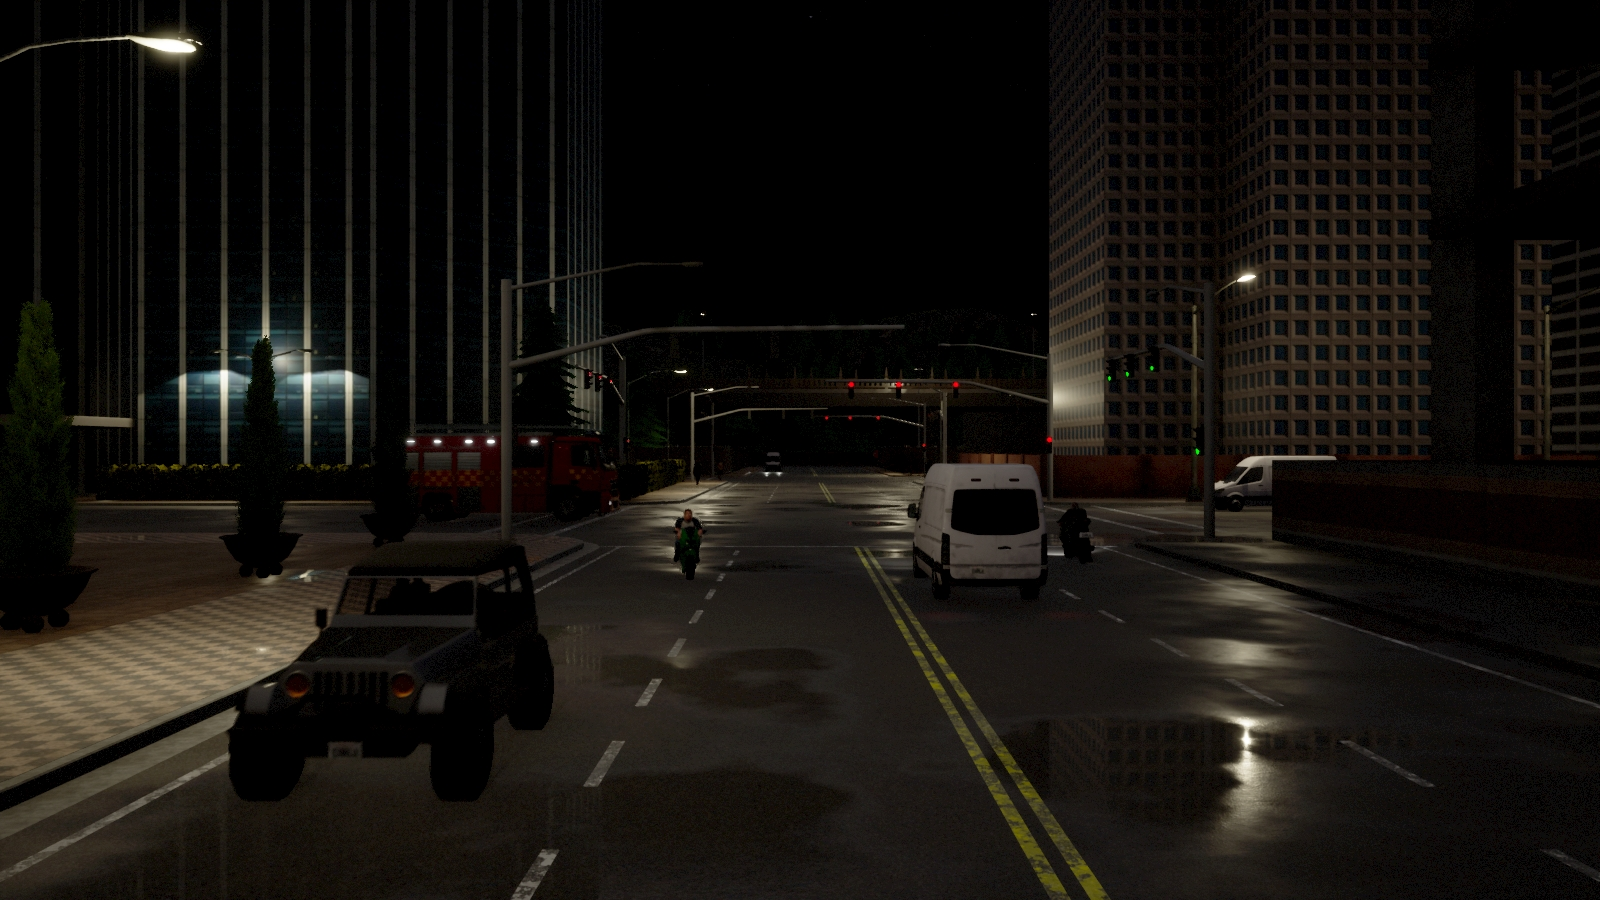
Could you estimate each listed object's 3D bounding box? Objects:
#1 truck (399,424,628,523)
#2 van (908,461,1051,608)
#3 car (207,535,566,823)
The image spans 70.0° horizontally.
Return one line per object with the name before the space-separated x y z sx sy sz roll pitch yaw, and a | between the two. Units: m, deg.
truck | -11.354 0.908 45.880 8.468 3.827 2.891 0 0 -1
van | 3.501 1.543 23.400 1.988 2.561 5.915 0 0 0
car | -3.497 1.861 10.508 1.905 1.878 3.866 0 0 0
